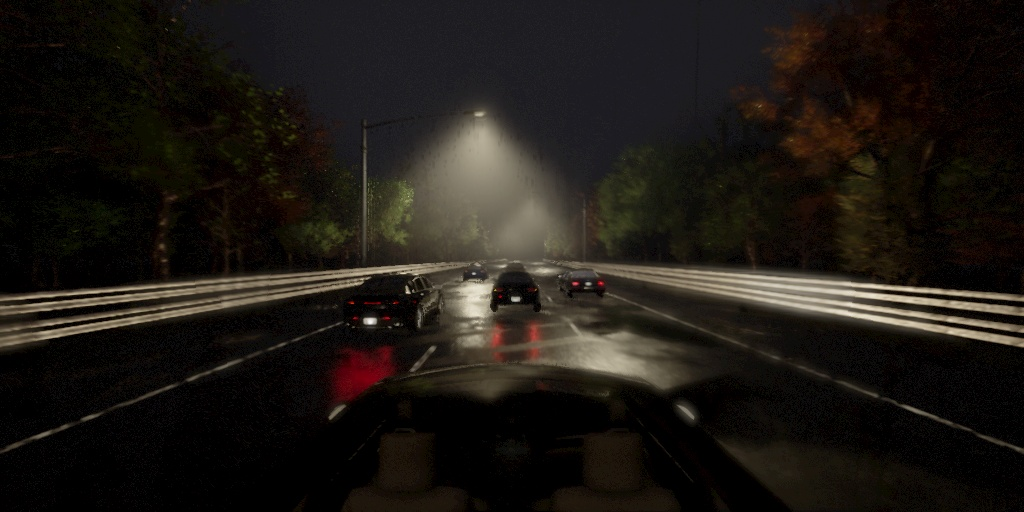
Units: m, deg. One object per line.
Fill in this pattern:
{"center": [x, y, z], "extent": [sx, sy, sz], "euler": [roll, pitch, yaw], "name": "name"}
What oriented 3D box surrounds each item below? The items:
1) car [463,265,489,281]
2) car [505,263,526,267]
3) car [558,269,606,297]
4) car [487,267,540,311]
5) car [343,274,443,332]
{"center": [-3.174, 1.458, 32.318], "extent": [1.994, 1.385, 4.181], "euler": [0, 0, 1], "name": "car"}
{"center": [0.340, 1.378, 33.399], "extent": [1.882, 1.535, 5.008], "euler": [0, 0, 1], "name": "car"}
{"center": [3.675, 1.387, 19.532], "extent": [2.033, 1.411, 5.357], "euler": [0, 0, 1], "name": "car"}
{"center": [0.143, 1.341, 14.833], "extent": [1.812, 1.442, 4.674], "euler": [0, 0, 0], "name": "car"}
{"center": [-3.377, 1.301, 10.993], "extent": [1.837, 1.490, 4.892], "euler": [0, 0, 0], "name": "car"}
